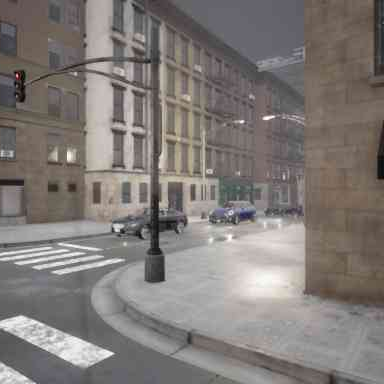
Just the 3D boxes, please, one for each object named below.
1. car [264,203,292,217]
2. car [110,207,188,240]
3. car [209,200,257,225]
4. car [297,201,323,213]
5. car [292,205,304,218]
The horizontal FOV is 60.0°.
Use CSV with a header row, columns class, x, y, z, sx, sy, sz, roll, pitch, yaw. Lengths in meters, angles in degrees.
class,x,y,z,sx,sy,sz,roll,pitch,yaw
car,8.910,1.777,33.360,1.895,1.301,4.718,0,0,35
car,-2.149,1.568,17.830,2.128,1.511,4.902,0,0,35
car,3.190,1.476,25.349,2.097,1.767,4.553,0,0,36
car,14.823,1.832,41.612,1.895,1.301,4.718,0,0,36
car,11.558,1.703,32.016,1.812,1.442,4.674,0,0,35
